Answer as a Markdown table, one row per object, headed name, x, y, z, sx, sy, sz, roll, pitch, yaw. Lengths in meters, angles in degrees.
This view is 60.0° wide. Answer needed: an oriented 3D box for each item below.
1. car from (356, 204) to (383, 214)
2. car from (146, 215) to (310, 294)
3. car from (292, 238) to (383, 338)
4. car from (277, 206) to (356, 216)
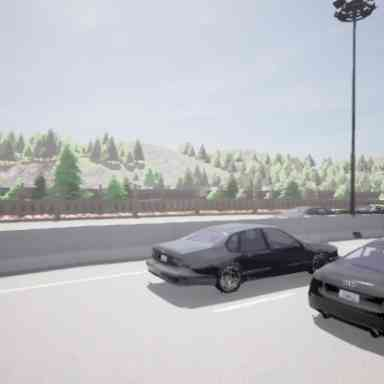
| name | x | y | z | sx | sy | sz | roll | pitch | yaw |
| --- | --- | --- | --- | --- | --- | --- | --- | --- | --- |
| car | 14.076 | 1.660 | 26.476 | 4.718 | 1.301 | 1.895 | 0 | 0 | -20 |
| car | 1.526 | 1.536 | 8.725 | 5.357 | 1.411 | 2.033 | 0 | 0 | -31 |
| car | 4.134 | 1.572 | 6.128 | 4.181 | 1.385 | 1.994 | 0 | 0 | -31 |
| car | 6.785 | 1.557 | 19.647 | 5.357 | 1.411 | 2.033 | 0 | 0 | -25 |
